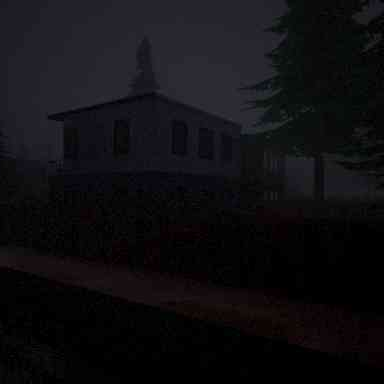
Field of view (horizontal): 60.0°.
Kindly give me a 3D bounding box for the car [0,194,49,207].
[{"bbox_3d":[-14.753,1.202,29.570,2.150,2.045,5.566,0,0,27],"label":"car"}]
